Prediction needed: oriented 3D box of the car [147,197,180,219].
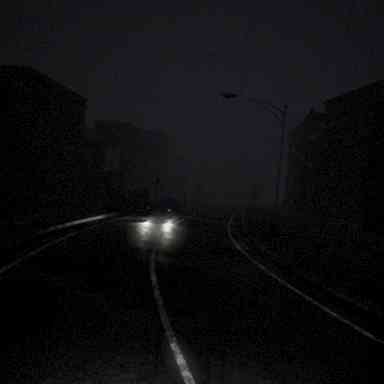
[{"bbox_3d":[-2.152,1.187,26.367,1.882,1.535,5.008,5,0,7],"label":"car"}]
